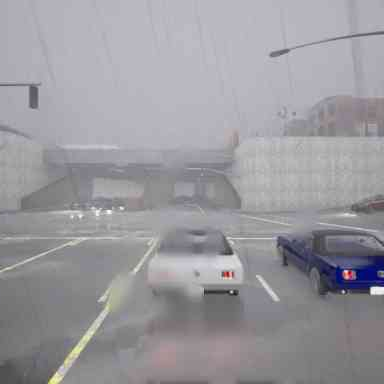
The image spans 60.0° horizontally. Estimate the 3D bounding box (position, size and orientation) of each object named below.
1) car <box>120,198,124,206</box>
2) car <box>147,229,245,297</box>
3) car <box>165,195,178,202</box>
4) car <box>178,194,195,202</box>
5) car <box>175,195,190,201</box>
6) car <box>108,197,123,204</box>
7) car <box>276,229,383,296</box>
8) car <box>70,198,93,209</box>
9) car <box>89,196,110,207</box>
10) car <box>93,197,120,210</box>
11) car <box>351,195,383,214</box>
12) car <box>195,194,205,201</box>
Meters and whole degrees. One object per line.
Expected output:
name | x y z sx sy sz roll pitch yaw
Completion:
car | -11.427 1.579 52.629 1.994 1.385 4.181 0 0 -2
car | 0.091 1.604 8.575 1.895 1.301 4.718 0 0 0
car | -4.666 1.377 75.527 2.097 1.767 4.553 0 0 6
car | -1.165 1.547 75.420 2.128 1.511 4.902 0 0 6
car | -2.302 1.503 85.390 1.882 1.535 5.008 0 0 24
car | -15.160 1.620 66.053 1.895 1.301 4.718 0 0 -1
car | 3.592 1.604 8.580 1.895 1.301 4.718 0 0 0
car | -14.738 1.505 44.578 2.128 1.511 4.902 0 0 -1
car | -14.948 1.507 53.856 2.128 1.511 4.902 0 0 -1
car | -11.223 1.539 43.950 1.812 1.442 4.674 0 0 -1
car | 15.844 0.981 28.403 4.181 1.385 1.994 -7 0 0
car | 1.500 1.380 85.422 2.097 1.767 4.553 0 0 28
